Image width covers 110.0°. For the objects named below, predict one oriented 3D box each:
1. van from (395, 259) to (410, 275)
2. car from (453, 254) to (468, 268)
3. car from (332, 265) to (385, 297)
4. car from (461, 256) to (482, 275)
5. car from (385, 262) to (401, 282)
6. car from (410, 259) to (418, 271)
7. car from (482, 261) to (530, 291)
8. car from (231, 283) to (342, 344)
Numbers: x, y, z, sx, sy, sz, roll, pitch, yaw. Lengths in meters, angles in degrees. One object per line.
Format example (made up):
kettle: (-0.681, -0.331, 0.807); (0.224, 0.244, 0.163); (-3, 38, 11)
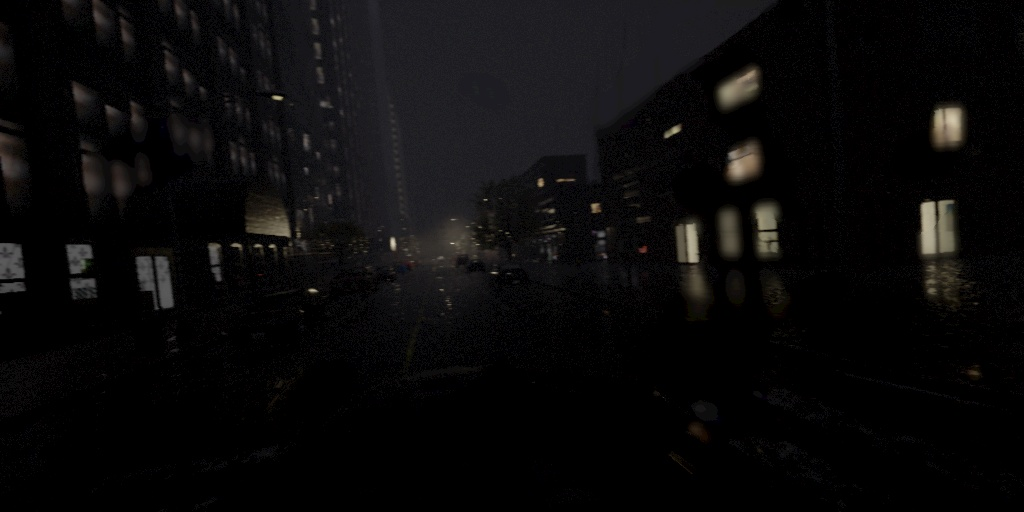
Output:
van: (-14.079, 1.522, 44.743); (1.690, 1.789, 3.998); (0, 0, -12)
car: (-7.018, 0.695, 51.833); (2.192, 1.841, 5.009); (0, 0, -12)
car: (-9.572, 1.565, 22.324); (2.192, 1.841, 5.009); (0, 0, -12)
car: (-3.514, 0.976, 34.852); (2.007, 1.370, 4.403); (0, 0, -12)
car: (-11.714, 1.653, 33.185); (1.967, 1.591, 4.097); (0, 0, -12)
car: (-16.308, 1.467, 55.585); (2.192, 1.841, 5.009); (0, 0, -12)
car: (-0.203, 1.005, 19.333); (2.007, 1.370, 4.403); (0, 0, -12)
car: (-7.516, 1.845, 12.189); (1.948, 1.339, 4.313); (0, 0, -12)
